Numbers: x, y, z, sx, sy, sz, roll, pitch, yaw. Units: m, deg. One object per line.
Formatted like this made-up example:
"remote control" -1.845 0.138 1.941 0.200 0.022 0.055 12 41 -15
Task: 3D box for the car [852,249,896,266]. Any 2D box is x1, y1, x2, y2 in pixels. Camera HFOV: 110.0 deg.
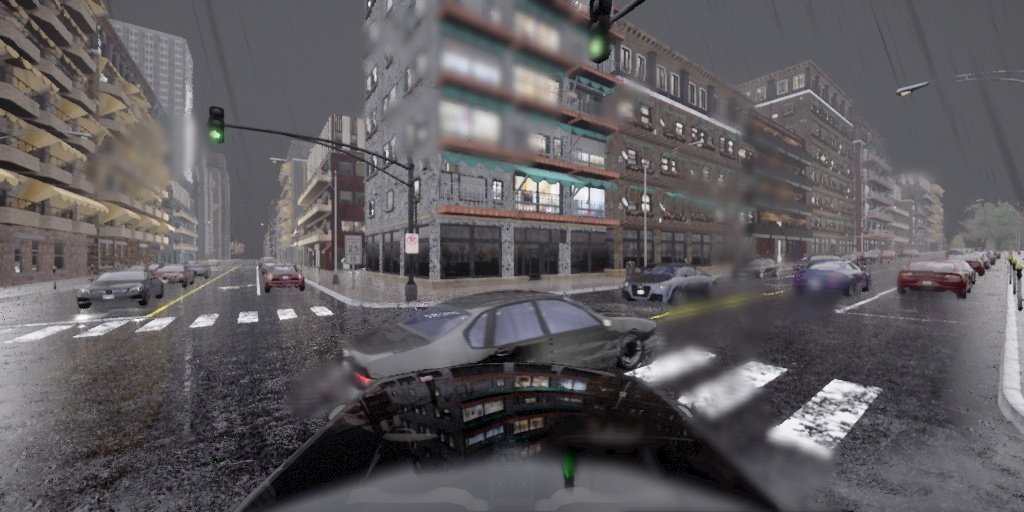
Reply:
"car" 34.433 0.051 34.076 5.008 1.535 1.882 -1 0 -36

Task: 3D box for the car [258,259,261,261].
"car" -29.450 1.329 43.556 1.802 1.307 4.207 0 0 -35

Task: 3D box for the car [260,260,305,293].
"car" -13.400 1.186 21.015 1.967 1.591 4.097 0 0 -35

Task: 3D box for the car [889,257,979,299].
"car" 17.242 0.859 14.603 4.507 1.381 1.888 0 0 -36

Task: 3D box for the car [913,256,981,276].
"car" 21.796 0.803 17.967 4.207 1.307 1.802 0 0 -36

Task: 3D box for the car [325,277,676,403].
"car" 0.104 1.269 5.678 5.357 1.411 2.033 -2 1 -36

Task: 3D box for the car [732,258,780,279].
"car" 16.933 0.816 24.799 4.313 1.339 1.948 0 0 -36

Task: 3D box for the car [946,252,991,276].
"car" 30.983 0.581 24.580 4.507 1.381 1.888 0 0 -36

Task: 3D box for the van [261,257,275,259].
"van" -32.660 1.089 48.065 1.690 1.789 3.998 0 0 -35

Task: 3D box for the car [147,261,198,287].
"car" -22.292 1.274 23.527 1.812 1.442 4.674 0 0 -35

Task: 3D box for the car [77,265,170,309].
"car" -16.459 1.275 15.332 1.812 1.442 4.674 0 0 -35

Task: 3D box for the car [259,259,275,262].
"car" -26.240 1.328 39.049 1.802 1.307 4.207 0 0 -35

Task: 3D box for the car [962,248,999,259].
"car" 49.364 0.106 37.803 4.097 1.591 1.967 0 0 -36

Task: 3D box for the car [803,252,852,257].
"car" 21.490 0.657 24.879 5.008 1.535 1.882 -1 1 -36

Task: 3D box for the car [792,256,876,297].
"car" 13.995 0.883 15.676 4.674 1.442 1.812 -1 0 -36

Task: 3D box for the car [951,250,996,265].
"car" 40.174 0.401 31.191 4.403 1.370 2.007 0 0 -36

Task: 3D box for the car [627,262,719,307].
"car" 6.171 1.053 13.868 4.181 1.385 1.994 -1 1 -36

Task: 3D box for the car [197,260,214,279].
"car" -28.267 1.312 31.929 1.994 1.385 4.181 0 0 -36
